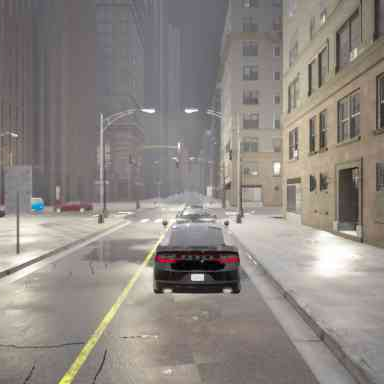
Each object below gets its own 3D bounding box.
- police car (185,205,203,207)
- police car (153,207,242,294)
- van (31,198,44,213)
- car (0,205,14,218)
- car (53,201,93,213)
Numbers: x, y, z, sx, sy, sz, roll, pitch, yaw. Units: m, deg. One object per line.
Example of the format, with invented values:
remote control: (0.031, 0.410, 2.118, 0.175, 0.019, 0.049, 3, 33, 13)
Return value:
police car: (0.127, 1.510, 18.543, 2.038, 1.542, 4.974, 0, 0, 0)
police car: (0.110, 1.427, 8.938, 1.930, 1.638, 5.238, 0, 0, 0)
van: (-19.570, 1.591, 39.145, 3.998, 1.788, 1.690, -1, 0, 0)
car: (-19.600, 1.524, 30.620, 5.009, 1.841, 2.192, -1, 0, 0)
car: (-13.943, 1.726, 39.120, 4.507, 1.381, 1.887, -1, 0, 0)
